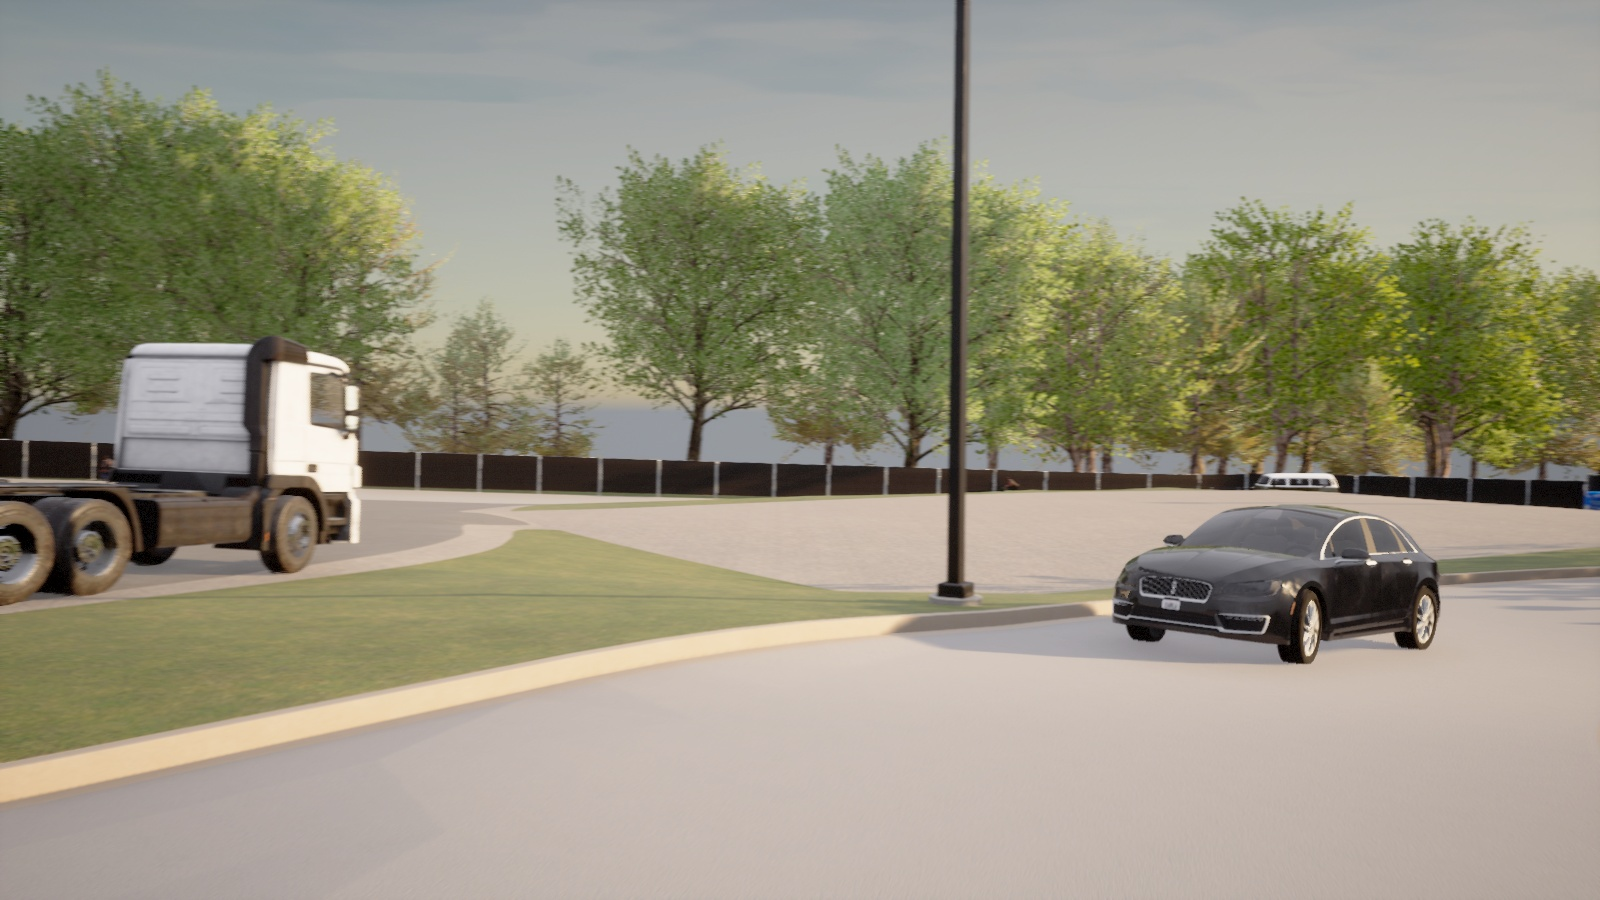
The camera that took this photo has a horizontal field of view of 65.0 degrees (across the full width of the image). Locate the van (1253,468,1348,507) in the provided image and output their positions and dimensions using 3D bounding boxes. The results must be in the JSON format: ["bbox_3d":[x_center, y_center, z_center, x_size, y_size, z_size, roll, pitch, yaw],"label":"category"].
[{"bbox_3d":[28.074,2.105,70.571,4.480,2.038,2.069,1,2,0],"label":"van"}]

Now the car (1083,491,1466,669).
[{"bbox_3d":[5.219,1.303,13.398,4.892,1.490,1.837,5,-2,-44],"label":"car"}]

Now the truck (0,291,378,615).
[{"bbox_3d":[-9.213,0.079,16.767,2.891,3.462,7.936,1,-1,14],"label":"truck"}]
